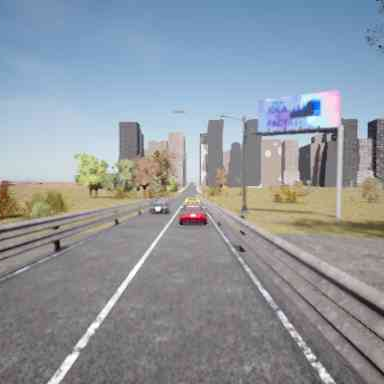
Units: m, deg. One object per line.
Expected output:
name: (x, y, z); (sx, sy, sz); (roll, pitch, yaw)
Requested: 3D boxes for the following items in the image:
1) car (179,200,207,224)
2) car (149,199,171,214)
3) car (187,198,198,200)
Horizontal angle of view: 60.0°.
car: (0.084, 1.556, 24.739); (1.994, 1.385, 4.181); (0, 0, 0)
car: (-3.285, 1.482, 34.771); (2.128, 1.511, 4.902); (0, 0, 0)
car: (0.074, 1.464, 42.461); (1.882, 1.535, 5.008); (0, 0, 0)
